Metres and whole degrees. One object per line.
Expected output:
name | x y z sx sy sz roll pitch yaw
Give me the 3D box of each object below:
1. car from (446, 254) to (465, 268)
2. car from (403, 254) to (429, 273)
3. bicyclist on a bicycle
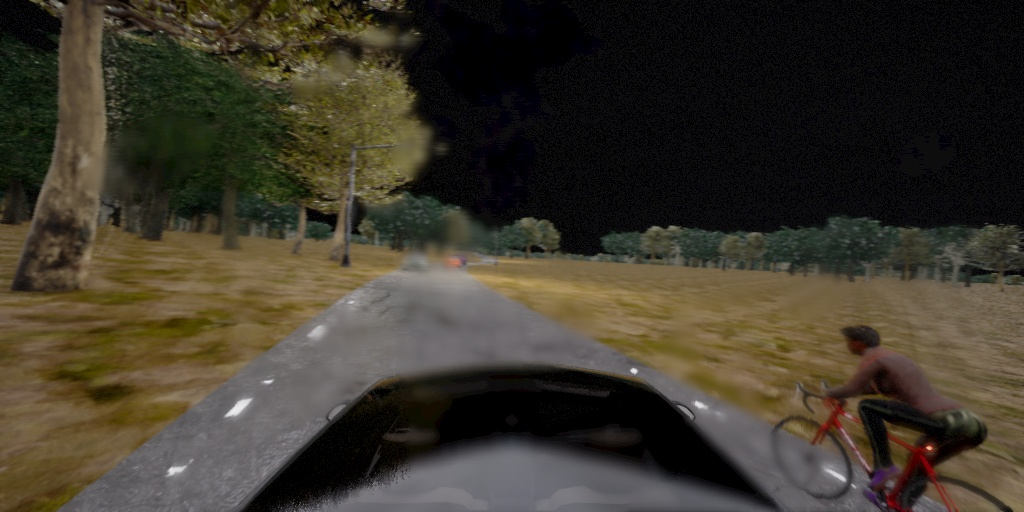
car | -8.361 0.808 51.903 2.097 1.767 4.553 4 -1 -7
car | -8.761 0.598 33.100 2.097 1.767 4.553 4 0 -10
bicyclist on a bicycle | 2.916 1.400 2.850 0.582 1.620 1.656 4 0 -18
